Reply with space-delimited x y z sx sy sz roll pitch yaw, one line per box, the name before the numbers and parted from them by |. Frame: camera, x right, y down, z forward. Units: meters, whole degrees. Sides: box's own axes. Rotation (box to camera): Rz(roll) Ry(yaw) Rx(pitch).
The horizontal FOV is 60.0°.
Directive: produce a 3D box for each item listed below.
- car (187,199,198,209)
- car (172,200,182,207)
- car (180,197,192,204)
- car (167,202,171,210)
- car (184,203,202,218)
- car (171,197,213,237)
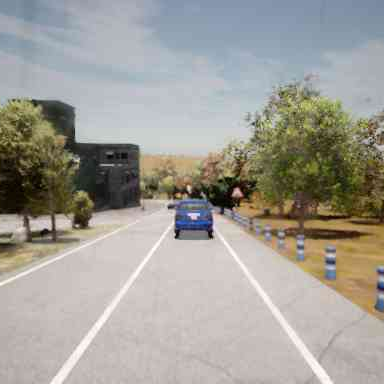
car | 0.090 2.229 61.805 2.097 1.767 4.553 0 -1 0
car | -3.284 2.542 73.491 1.837 1.490 4.892 0 -1 0
car | -1.586 2.275 90.654 2.097 1.767 4.553 -2 1 -16
car | -3.300 2.425 58.166 1.895 1.301 4.718 0 -1 1
car | 0.094 2.031 37.631 1.837 1.490 4.892 0 -1 0
car | 0.097 1.495 20.172 2.150 2.045 5.566 0 -1 0
